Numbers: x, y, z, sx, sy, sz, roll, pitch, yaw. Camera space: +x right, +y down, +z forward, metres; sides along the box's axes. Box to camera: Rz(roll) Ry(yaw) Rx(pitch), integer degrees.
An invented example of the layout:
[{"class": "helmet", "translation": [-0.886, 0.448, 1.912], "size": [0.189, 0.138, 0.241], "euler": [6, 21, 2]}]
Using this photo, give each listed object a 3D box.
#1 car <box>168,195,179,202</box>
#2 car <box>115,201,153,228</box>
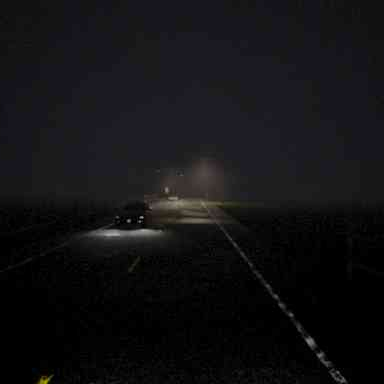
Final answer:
[{"class": "car", "translation": [-3.467, 1.220, 62.368], "size": [1.895, 1.301, 4.718], "euler": [0, 0, 1]}, {"class": "car", "translation": [-3.578, 1.373, 21.293], "size": [1.837, 1.490, 4.892], "euler": [0, 0, 0]}]
